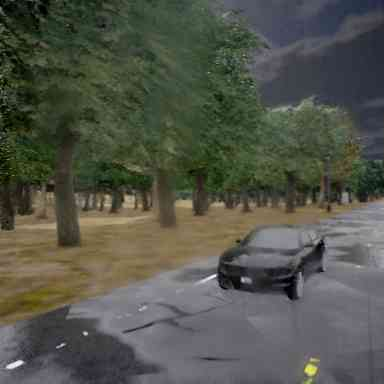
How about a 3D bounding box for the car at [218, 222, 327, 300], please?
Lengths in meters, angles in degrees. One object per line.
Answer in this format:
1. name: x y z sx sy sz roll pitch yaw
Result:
1. car: 2.434 1.652 9.230 1.882 1.535 5.008 -1 -2 31
